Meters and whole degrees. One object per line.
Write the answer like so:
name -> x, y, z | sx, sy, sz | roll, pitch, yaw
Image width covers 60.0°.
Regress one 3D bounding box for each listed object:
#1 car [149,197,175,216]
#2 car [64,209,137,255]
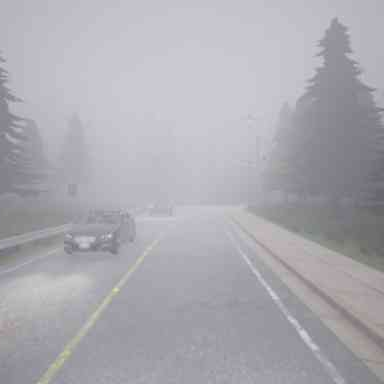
car -> -2.787, 1.301, 31.903 | 2.097, 1.767, 4.553 | 0, 0, 2
car -> -3.455, 1.464, 13.276 | 2.128, 1.511, 4.902 | 0, 0, 1
